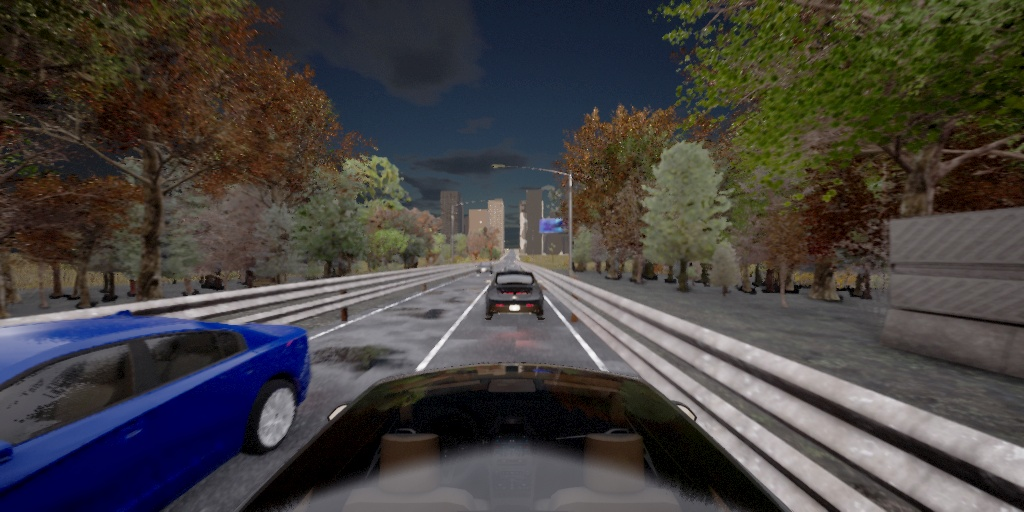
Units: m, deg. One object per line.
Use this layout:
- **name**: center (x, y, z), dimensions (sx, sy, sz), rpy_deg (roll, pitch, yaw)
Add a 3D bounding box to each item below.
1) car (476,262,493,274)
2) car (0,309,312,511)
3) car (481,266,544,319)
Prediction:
- **car**: center (-3.341, 1.504, 44.763), dimensions (2.128, 1.511, 4.902), rpy_deg (0, -1, 0)
- **car**: center (-3.349, 1.227, 2.259), dimensions (1.882, 1.535, 5.008), rpy_deg (0, 0, 0)
- **car**: center (0.086, 1.259, 12.784), dimensions (1.837, 1.490, 4.892), rpy_deg (0, 0, 0)
